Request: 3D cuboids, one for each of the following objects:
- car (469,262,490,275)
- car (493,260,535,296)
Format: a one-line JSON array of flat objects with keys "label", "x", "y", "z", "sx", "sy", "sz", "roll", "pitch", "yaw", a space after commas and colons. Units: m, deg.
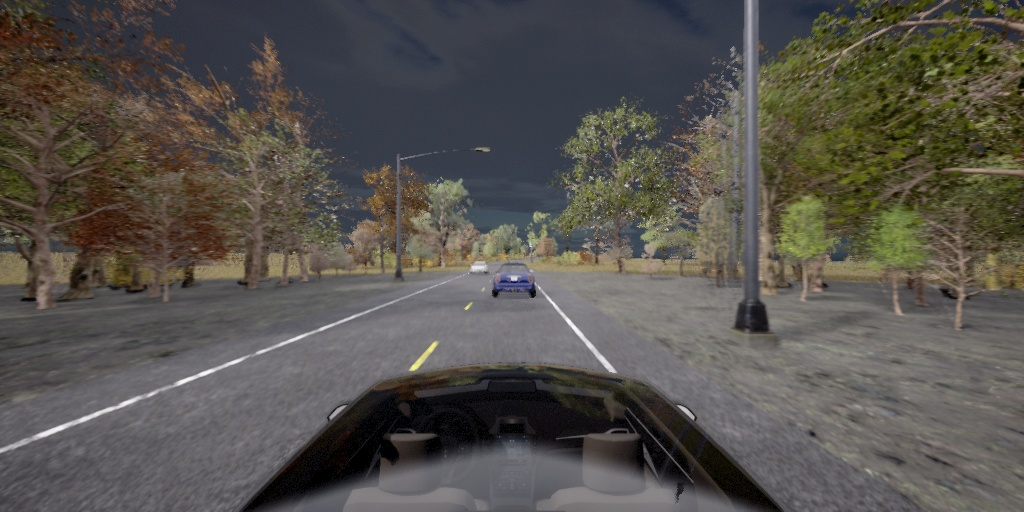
[{"label": "car", "x": -3.567, "y": 1.361, "z": 39.976, "sx": 1.812, "sy": 1.442, "sz": 4.674, "roll": 0, "pitch": 0, "yaw": 0}, {"label": "car", "x": 0.099, "y": 1.141, "z": 19.549, "sx": 2.097, "sy": 1.767, "sz": 4.553, "roll": 0, "pitch": 0, "yaw": 0}]
